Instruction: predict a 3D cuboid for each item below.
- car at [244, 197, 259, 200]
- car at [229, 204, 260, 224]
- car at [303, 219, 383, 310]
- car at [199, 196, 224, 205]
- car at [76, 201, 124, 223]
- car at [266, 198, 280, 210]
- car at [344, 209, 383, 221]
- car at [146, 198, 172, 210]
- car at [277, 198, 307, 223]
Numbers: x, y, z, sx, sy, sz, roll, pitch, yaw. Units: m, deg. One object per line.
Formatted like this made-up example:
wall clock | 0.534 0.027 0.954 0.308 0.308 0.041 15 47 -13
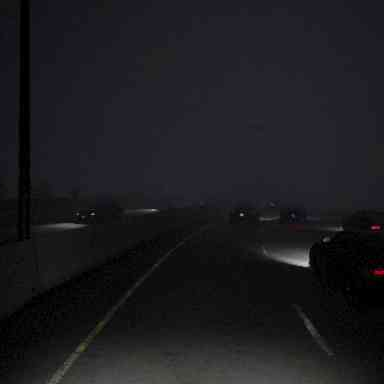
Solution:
car | 11.391 1.630 62.776 1.895 1.301 4.718 0 0 38
car | 4.029 1.568 25.108 1.994 1.385 4.181 0 0 16
car | 4.172 1.573 7.774 1.994 1.385 4.181 0 0 6
car | 2.605 1.346 41.631 2.097 1.767 4.553 0 0 25
car | -6.951 1.478 25.586 1.837 1.490 4.892 0 0 16
car | 10.601 1.520 41.655 2.163 1.488 4.792 0 0 26
car | 8.969 1.567 16.513 2.033 1.411 5.357 0 0 12
car | -4.243 1.539 43.444 1.994 1.385 4.181 0 0 25
car | 7.739 1.491 25.434 1.882 1.535 5.008 0 0 17
